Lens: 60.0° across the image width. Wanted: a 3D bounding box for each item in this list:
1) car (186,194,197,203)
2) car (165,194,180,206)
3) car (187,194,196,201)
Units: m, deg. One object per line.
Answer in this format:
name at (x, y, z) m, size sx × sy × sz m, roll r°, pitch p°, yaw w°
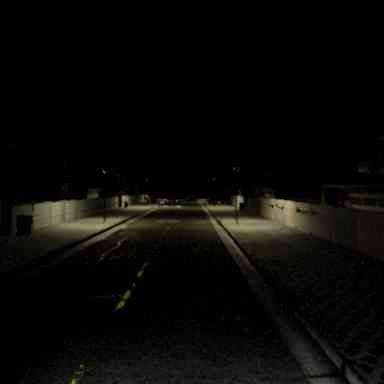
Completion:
car at (-0.105, 1.239, 62.079) m, size 2.033 × 1.411 × 5.357 m, roll 0°, pitch 0°, yaw 0°
car at (-2.833, 1.066, 48.991) m, size 2.097 × 1.767 × 4.553 m, roll 0°, pitch 0°, yaw 0°
car at (-0.124, 1.183, 72.529) m, size 1.895 × 1.301 × 4.718 m, roll 0°, pitch 0°, yaw 0°
